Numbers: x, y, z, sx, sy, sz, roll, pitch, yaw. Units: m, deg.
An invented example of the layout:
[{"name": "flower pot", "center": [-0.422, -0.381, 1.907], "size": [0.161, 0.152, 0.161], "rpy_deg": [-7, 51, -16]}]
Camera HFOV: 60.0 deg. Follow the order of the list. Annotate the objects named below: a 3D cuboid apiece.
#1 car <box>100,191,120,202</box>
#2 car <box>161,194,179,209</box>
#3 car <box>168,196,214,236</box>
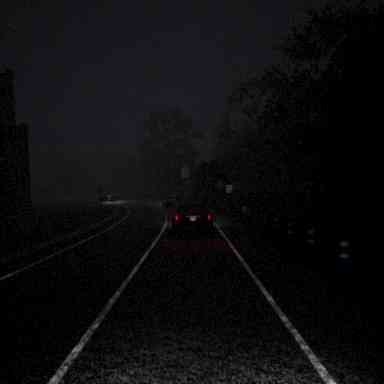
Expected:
[{"name": "car", "center": [-13.380, 0.602, 54.224], "size": [2.097, 1.767, 4.553], "rpy_deg": [-4, 3, -32]}, {"name": "car", "center": [-2.229, 0.964, 36.667], "size": [2.128, 1.511, 4.902], "rpy_deg": [-2, 2, -14]}, {"name": "car", "center": [0.010, 1.296, 18.152], "size": [2.097, 1.767, 4.553], "rpy_deg": [0, 1, -1]}]
